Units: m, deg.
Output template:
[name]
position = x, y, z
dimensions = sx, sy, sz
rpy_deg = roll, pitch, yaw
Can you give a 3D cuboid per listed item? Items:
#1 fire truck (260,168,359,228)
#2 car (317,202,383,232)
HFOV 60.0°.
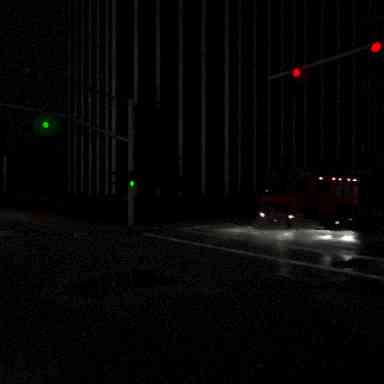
[fire truck]
position = 8.516, 0.344, 23.533
dimensions = 8.468, 3.827, 2.891
rpy_deg = 0, 0, -39
[car]
position = 9.811, 1.563, 20.193
dimensions = 4.181, 1.385, 1.994
rpy_deg = 0, 0, -39
